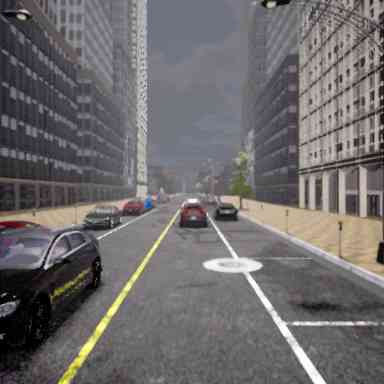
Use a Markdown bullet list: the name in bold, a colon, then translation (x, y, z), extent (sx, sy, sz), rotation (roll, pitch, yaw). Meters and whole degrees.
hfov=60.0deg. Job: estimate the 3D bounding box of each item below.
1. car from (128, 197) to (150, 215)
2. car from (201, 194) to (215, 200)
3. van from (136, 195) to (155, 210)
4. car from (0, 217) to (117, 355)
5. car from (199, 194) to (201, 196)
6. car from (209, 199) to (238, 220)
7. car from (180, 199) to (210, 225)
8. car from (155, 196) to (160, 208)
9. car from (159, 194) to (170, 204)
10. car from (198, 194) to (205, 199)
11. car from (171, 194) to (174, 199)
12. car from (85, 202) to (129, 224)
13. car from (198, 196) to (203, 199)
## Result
- **car**: translation (-5.687, 1.491, 33.031), extent (1.887, 1.381, 4.507), rotation (0, 0, 0)
- **car**: translation (2.695, 1.354, 50.093), extent (1.967, 1.590, 4.097), rotation (0, 0, 0)
- **van**: translation (-5.686, 1.277, 38.724), extent (1.690, 1.788, 3.998), rotation (0, 0, 0)
- **car**: translation (-3.101, 1.482, 6.288), extent (2.128, 1.511, 4.902), rotation (0, 0, 0)
- **car**: translation (2.694, 1.472, 61.478), extent (1.802, 1.307, 4.206), rotation (0, 0, 0)
- **car**: translation (2.694, 1.522, 27.327), extent (1.947, 1.339, 4.313), rotation (0, 0, 0)
- **car**: translation (0.100, 1.489, 23.410), extent (1.812, 1.442, 4.674), rotation (0, 0, 0)
- **car**: translation (-5.687, 1.507, 44.416), extent (1.802, 1.307, 4.206), rotation (0, 0, 0)
- **car**: translation (-5.686, 1.330, 61.492), extent (1.967, 1.590, 4.097), rotation (0, 0, 0)
- **car**: translation (2.695, 1.246, 95.600), extent (1.967, 1.590, 4.097), rotation (0, 0, 0)
- **car**: translation (-5.687, 1.431, 72.877), extent (1.947, 1.339, 4.313), rotation (0, 0, 0)
- **car**: translation (-5.687, 1.517, 21.647), extent (2.008, 1.369, 4.403), rotation (0, 0, 0)
- **car**: translation (0.100, 1.530, 42.136), extent (1.895, 1.301, 4.718), rotation (0, 0, 0)
